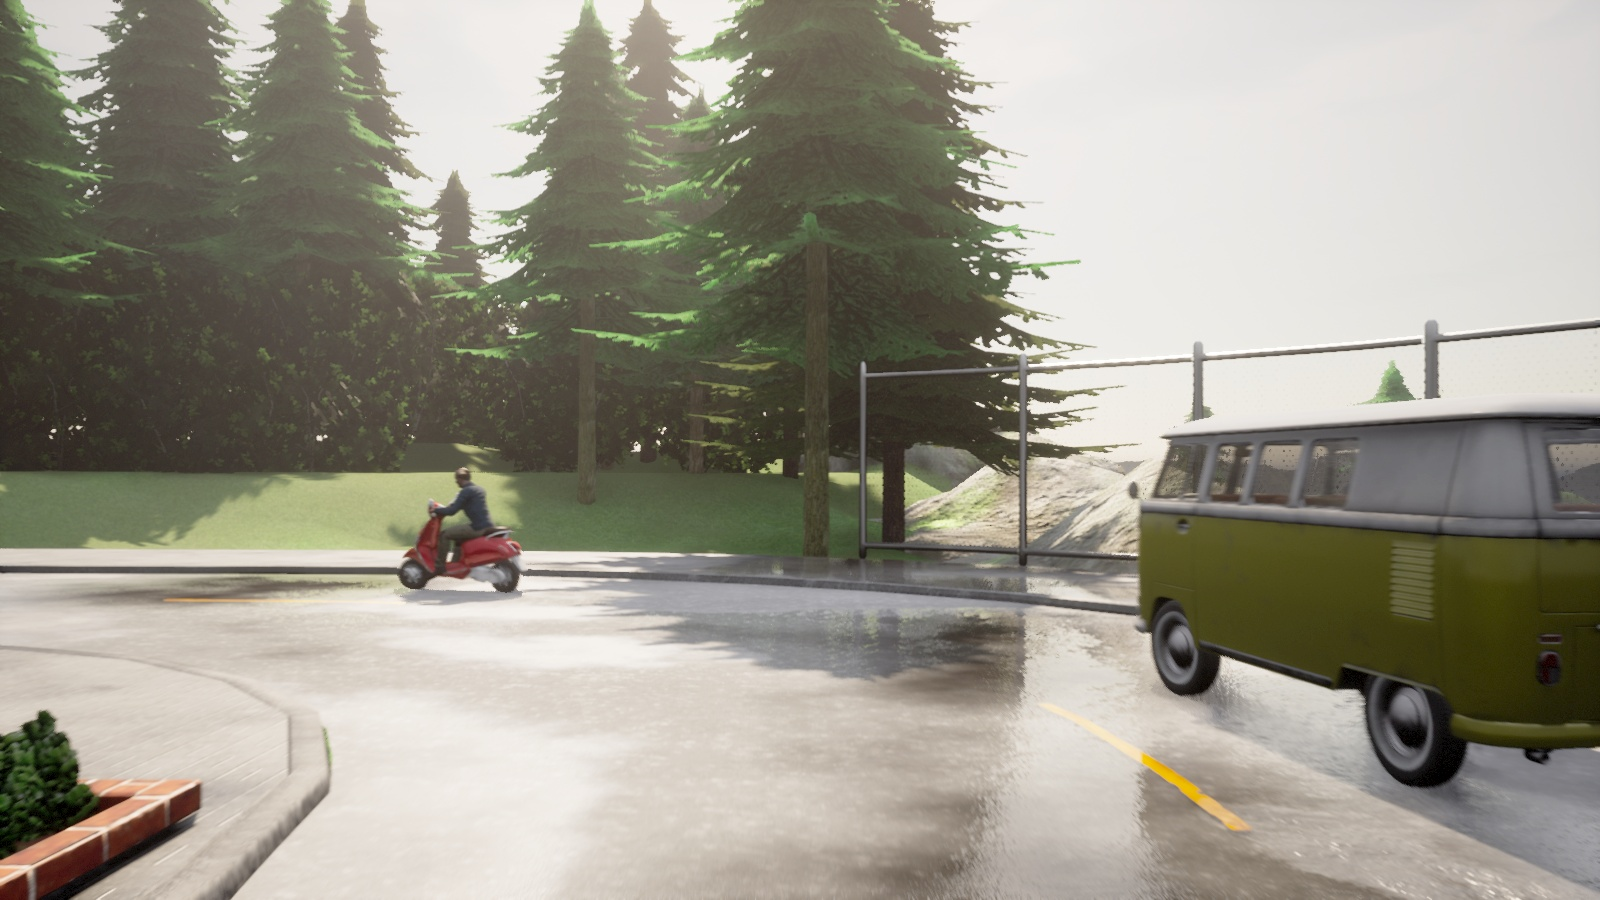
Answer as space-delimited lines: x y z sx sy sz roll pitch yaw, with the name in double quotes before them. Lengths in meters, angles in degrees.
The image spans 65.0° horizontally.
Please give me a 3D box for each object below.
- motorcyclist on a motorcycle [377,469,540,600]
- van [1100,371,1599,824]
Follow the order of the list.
"motorcyclist on a motorcycle" -4.388 1.058 16.171 1.817 1.590 0.866 0 1 16
"van" 3.585 0.686 7.848 1.775 1.987 4.442 0 -1 -9
